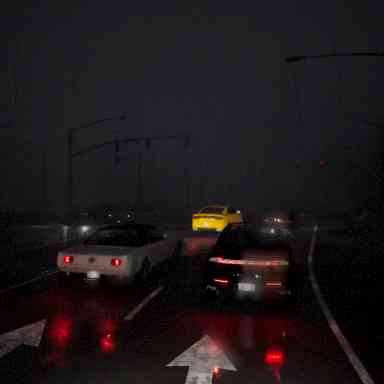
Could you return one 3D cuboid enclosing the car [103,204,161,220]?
[{"bbox_3d":[-4.073,1.666,24.210,1.895,1.301,4.718,0,0,22],"label":"car"}]

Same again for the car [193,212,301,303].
[{"bbox_3d":[1.538,1.492,8.323,2.128,1.511,4.902,0,0,13],"label":"car"}]

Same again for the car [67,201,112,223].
[{"bbox_3d":[-7.339,1.488,25.469,1.882,1.535,5.008,0,0,22],"label":"car"}]

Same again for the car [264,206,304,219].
[{"bbox_3d":[4.598,1.505,17.207,1.837,1.490,4.892,0,0,21],"label":"car"}]

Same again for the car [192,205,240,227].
[{"bbox_3d":[1.597,1.478,19.034,1.882,1.535,5.008,0,0,21],"label":"car"}]

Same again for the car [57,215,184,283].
[{"bbox_3d":[-1.691,1.601,9.770,1.895,1.301,4.718,0,0,15],"label":"car"}]
